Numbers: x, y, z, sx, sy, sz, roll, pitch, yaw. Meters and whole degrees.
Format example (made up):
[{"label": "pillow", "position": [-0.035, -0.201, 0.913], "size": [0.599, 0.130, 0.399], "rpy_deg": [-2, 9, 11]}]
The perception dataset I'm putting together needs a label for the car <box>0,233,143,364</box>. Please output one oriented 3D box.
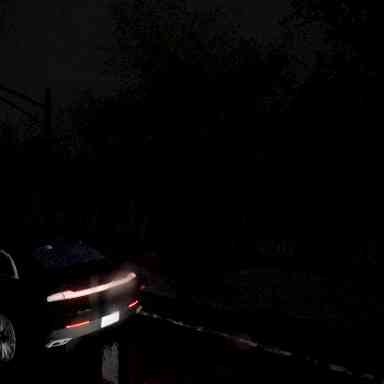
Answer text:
[{"label": "car", "position": [-3.069, 1.491, 5.864], "size": [4.902, 1.511, 2.128], "rpy_deg": [0, 0, 35]}]
